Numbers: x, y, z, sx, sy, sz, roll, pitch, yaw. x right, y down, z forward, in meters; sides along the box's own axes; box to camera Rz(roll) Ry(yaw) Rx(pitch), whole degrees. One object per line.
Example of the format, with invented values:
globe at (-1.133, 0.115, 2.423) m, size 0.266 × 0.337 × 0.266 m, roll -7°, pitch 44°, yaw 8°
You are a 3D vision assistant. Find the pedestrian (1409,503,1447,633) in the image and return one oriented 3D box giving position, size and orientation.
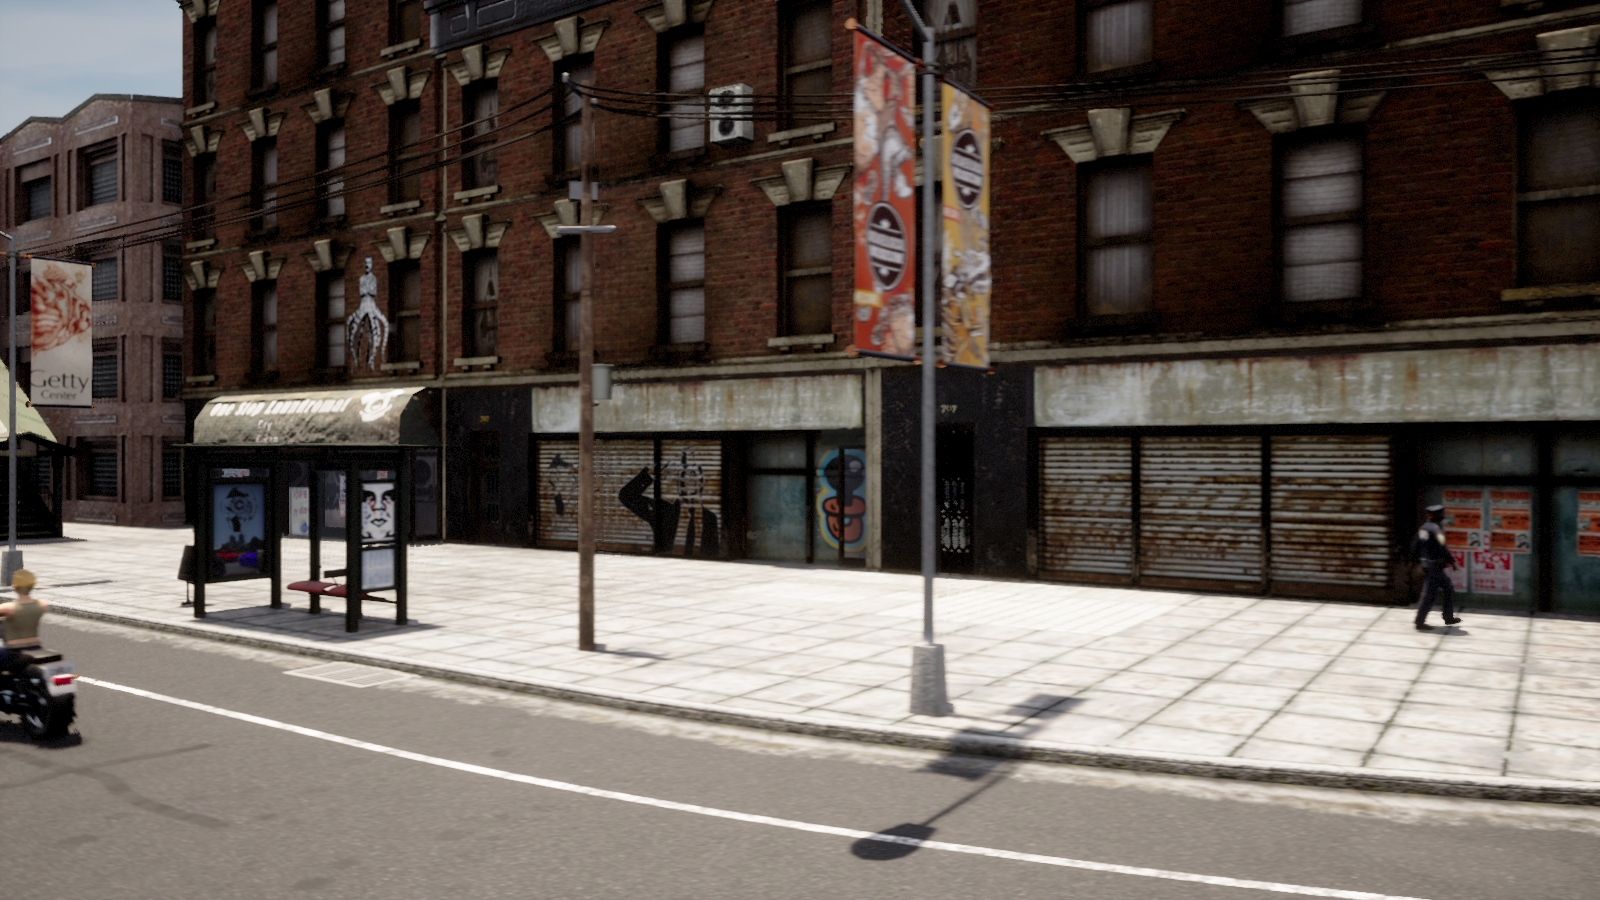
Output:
pedestrian at (9.180, 1.708, 16.711) m, size 0.375 × 1.860 × 0.375 m, roll 0°, pitch 0°, yaw 5°

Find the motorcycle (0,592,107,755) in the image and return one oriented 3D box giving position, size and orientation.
motorcycle at (-7.972, 2.175, 11.476) m, size 2.356 × 1.277 × 0.764 m, roll 0°, pitch 0°, yaw 33°
